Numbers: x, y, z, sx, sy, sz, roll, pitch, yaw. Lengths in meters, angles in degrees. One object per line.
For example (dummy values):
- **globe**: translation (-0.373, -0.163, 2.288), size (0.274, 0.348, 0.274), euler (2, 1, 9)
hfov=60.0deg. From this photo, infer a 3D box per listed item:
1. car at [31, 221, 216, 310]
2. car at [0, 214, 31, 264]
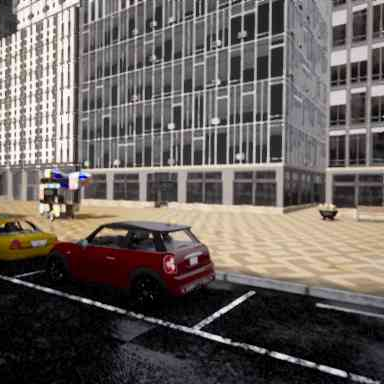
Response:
- **car**: translation (-1.589, 1.388, 7.765), size (4.097, 1.590, 1.967), euler (1, 1, 33)
- **car**: translation (-6.358, 1.420, 10.884), size (4.829, 1.417, 1.752), euler (1, 1, 33)
